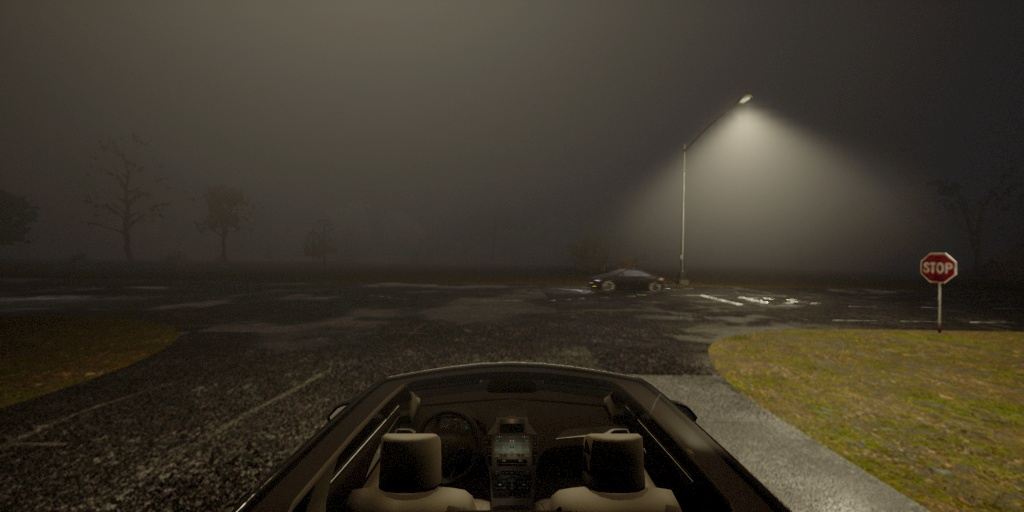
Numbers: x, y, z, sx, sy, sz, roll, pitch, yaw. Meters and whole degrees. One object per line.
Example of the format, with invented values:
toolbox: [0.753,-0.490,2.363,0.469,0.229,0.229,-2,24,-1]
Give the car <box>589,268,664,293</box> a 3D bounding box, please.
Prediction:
car: [6.709,1.428,21.193,4.181,1.385,1.994,1,1,1]
